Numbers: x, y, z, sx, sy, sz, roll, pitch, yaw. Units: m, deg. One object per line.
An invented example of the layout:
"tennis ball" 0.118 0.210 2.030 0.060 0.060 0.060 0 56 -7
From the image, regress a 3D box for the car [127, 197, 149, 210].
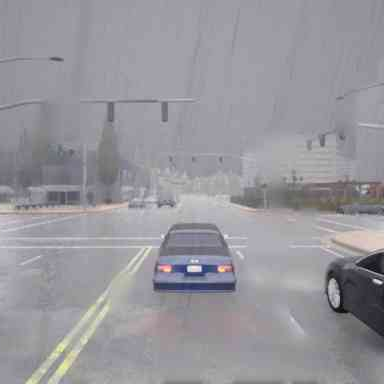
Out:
"car" -7.225 1.523 44.045 1.812 1.442 4.674 0 0 0

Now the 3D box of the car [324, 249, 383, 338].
"car" 3.548 1.505 4.746 1.837 1.490 4.892 0 0 0

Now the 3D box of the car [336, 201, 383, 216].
"car" 16.124 1.562 31.894 4.181 1.385 1.994 0 0 -2

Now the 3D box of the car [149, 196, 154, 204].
"car" -7.245 1.522 58.637 1.812 1.442 4.674 0 0 0

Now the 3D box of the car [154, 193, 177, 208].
"car" -3.726 1.219 48.352 2.150 2.045 5.566 0 0 0

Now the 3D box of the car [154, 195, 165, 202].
"car" -7.214 1.494 73.851 1.837 1.490 4.892 0 0 0

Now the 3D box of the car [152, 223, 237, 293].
"car" 0.056 1.547 8.993 2.033 1.411 5.357 0 0 0

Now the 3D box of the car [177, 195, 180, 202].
"car" -3.745 1.521 60.874 1.812 1.442 4.674 0 0 0

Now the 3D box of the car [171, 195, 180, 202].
"car" -3.720 1.488 75.950 1.837 1.490 4.892 0 0 0
